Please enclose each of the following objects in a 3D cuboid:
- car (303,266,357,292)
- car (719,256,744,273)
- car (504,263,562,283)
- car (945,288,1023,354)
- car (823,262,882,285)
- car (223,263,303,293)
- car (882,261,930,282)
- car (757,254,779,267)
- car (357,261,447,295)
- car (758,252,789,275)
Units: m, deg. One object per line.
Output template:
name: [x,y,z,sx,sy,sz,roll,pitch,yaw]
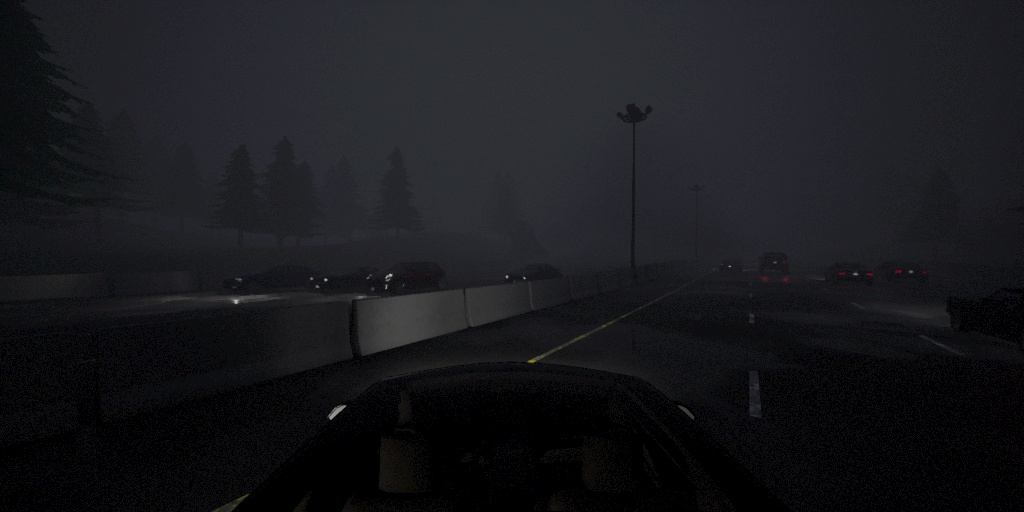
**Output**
car: [-9.202,1.321,21.037,1.895,1.301,4.718,0,0,34]
car: [22.462,0.956,36.809,1.994,1.385,4.181,0,1,34]
car: [1.629,1.216,24.708,2.033,1.411,5.357,0,1,34]
car: [11.544,1.336,7.630,1.895,1.301,4.718,0,0,34]
car: [22.315,1.113,23.896,2.033,1.411,5.357,0,1,34]
car: [-13.586,1.204,20.755,1.882,1.535,5.008,0,0,34]
car: [27.732,1.052,25.744,2.033,1.411,5.357,0,1,34]
car: [33.241,0.584,46.737,2.128,1.511,4.902,0,1,33]
car: [-5.764,1.070,19.886,2.097,1.767,4.553,0,0,34]
car: [24.998,0.628,34.296,2.150,2.045,5.566,0,1,33]
